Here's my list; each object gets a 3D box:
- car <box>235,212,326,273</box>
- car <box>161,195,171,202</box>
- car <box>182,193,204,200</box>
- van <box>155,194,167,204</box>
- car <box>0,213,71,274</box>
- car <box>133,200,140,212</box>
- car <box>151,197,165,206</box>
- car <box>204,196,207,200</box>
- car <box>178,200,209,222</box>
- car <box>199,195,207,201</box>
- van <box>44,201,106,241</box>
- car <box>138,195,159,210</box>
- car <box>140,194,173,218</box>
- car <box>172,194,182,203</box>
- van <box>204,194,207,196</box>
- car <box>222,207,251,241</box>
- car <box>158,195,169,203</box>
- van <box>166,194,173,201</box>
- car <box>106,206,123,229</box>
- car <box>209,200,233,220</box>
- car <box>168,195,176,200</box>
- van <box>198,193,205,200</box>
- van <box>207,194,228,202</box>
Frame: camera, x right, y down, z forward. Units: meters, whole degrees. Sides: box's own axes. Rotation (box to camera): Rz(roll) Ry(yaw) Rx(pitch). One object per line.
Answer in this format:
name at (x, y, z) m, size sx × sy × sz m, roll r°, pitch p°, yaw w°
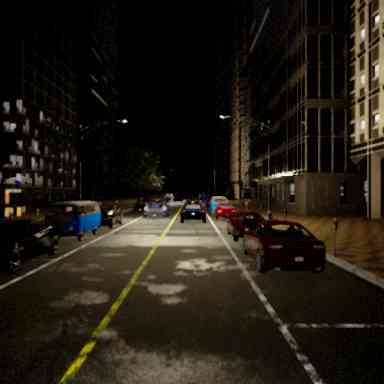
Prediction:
car at (2.687, 1.551, 10.564) m, size 1.887 × 1.381 × 4.507 m, roll 0°, pitch 0°, yaw 0°
car at (-5.705, 1.425, 72.915) m, size 1.967 × 1.590 × 4.097 m, roll 0°, pitch 0°, yaw 0°
car at (0.089, 1.355, 42.376) m, size 2.097 × 1.767 × 4.553 m, roll 0°, pitch 0°, yaw 0°
van at (-5.703, 1.335, 61.579) m, size 1.690 × 1.788 × 3.998 m, roll 0°, pitch 0°, yaw 0°
car at (-5.693, 1.572, 10.563) m, size 1.947 × 1.339 × 4.313 m, roll 0°, pitch 0°, yaw 0°
car at (-5.698, 1.570, 38.906) m, size 1.947 × 1.339 × 4.313 m, roll 0°, pitch 0°, yaw 0°
car at (-5.702, 1.542, 55.909) m, size 1.887 × 1.381 × 4.507 m, roll 0°, pitch 0°, yaw 0°
car at (2.681, 1.547, 44.576) m, size 1.887 × 1.381 × 4.507 m, roll 0°, pitch 0°, yaw 0°
car at (0.094, 1.573, 26.441) m, size 1.994 × 1.385 × 4.181 m, roll 0°, pitch 0°, yaw 0°
car at (2.673, 1.537, 84.256) m, size 1.947 × 1.339 × 4.313 m, roll 0°, pitch 0°, yaw 0°
van at (-5.694, 1.350, 16.231) m, size 1.690 × 1.788 × 3.998 m, roll 0°, pitch 0°, yaw 0°
car at (-5.700, 1.317, 44.574) m, size 2.192 × 1.841 × 5.009 m, roll 0°, pitch 0°, yaw 0°
car at (-3.103, 1.359, 29.965) m, size 2.097 × 1.767 × 4.553 m, roll 0°, pitch 0°, yaw 0°
car at (-3.015, 1.563, 71.206) m, size 1.895 × 1.301 × 4.718 m, roll 0°, pitch 0°, yaw 0°
van at (2.678, 1.335, 61.580) m, size 1.690 × 1.788 × 3.998 m, roll 0°, pitch 0°, yaw 0°
car at (2.686, 1.591, 16.232) m, size 1.802 × 1.307 × 4.206 m, roll 0°, pitch 0°, yaw 0°
car at (-5.704, 1.430, 67.247) m, size 1.967 × 1.590 × 4.097 m, roll 0°, pitch 0°, yaw 0°
van at (-5.707, 1.312, 84.253) m, size 1.690 × 1.788 × 3.998 m, roll 0°, pitch 0°, yaw 0°
car at (-5.695, 1.576, 21.900) m, size 1.947 × 1.339 × 4.313 m, roll 0°, pitch 0°, yaw 0°
car at (2.684, 1.591, 27.571) m, size 1.802 × 1.307 × 4.206 m, roll 0°, pitch 0°, yaw 0°
car at (-5.709, 1.495, 95.424) m, size 1.752 × 1.417 × 4.829 m, roll 0°, pitch 0°, yaw 0°
van at (2.672, 1.292, 95.593) m, size 1.690 × 1.788 × 3.998 m, roll 0°, pitch 0°, yaw 0°
van at (2.683, 1.348, 33.240) m, size 1.690 × 1.788 × 3.998 m, roll 0°, pitch 0°, yaw 0°
